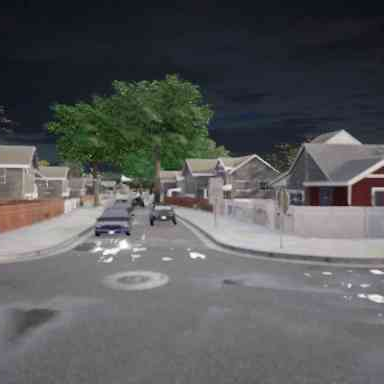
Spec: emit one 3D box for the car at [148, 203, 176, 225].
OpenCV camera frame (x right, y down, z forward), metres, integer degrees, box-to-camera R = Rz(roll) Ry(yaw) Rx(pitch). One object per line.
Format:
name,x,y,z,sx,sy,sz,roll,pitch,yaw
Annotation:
car,-2.246,1.583,24.911,1.812,1.442,4.674,0,0,-8

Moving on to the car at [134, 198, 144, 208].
car,-8.517,1.627,51.543,1.837,1.490,4.892,0,0,-15

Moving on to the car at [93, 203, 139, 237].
car,-4.291,1.604,18.893,2.033,1.411,5.357,0,0,-8

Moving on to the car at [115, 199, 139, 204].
car,-6.081,1.633,29.904,2.033,1.411,5.357,0,0,-11
